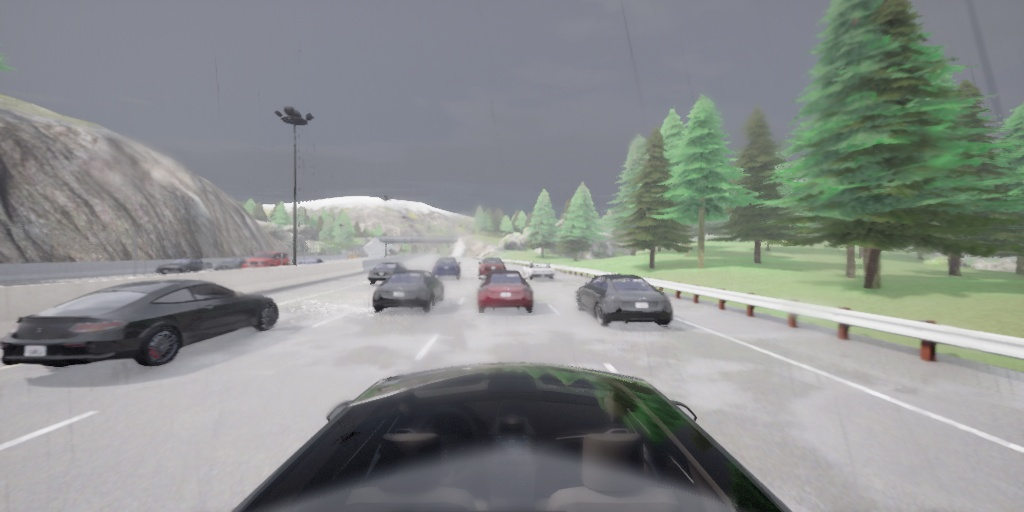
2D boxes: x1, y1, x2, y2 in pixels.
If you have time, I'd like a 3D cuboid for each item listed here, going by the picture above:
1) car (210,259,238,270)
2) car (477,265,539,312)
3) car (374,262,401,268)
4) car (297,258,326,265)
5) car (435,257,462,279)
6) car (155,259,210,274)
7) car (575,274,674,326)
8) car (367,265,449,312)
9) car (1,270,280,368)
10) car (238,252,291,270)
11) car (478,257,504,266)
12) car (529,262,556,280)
[{"bbox_3d":[-27.658,0.954,36.039,1.994,1.385,4.181,0,0,-10],"label":"car"},{"bbox_3d":[-0.286,1.214,13.741,1.994,1.385,4.181,0,0,-3],"label":"car"},{"bbox_3d":[-8.116,1.091,24.096,2.033,1.411,5.357,0,1,-6],"label":"car"},{"bbox_3d":[-20.768,0.924,37.267,1.812,1.442,4.674,0,0,-10],"label":"car"},{"bbox_3d":[-5.164,0.864,28.924,2.097,1.767,4.553,0,0,-7],"label":"car"},{"bbox_3d":[-30.835,0.944,34.056,2.033,1.411,5.357,0,1,-10],"label":"car"},{"bbox_3d":[3.321,1.244,11.352,1.994,1.385,4.181,0,0,-2],"label":"car"},{"bbox_3d":[-3.789,1.205,13.712,1.994,1.385,4.181,0,0,-3],"label":"car"},{"bbox_3d":[-7.065,1.207,7.580,1.812,1.442,4.674,0,1,-1],"label":"car"},{"bbox_3d":[-23.977,0.626,35.408,2.150,2.045,5.566,0,0,-10],"label":"car"},{"bbox_3d":[-1.665,0.872,29.162,2.097,1.767,4.553,0,0,-7],"label":"car"},{"bbox_3d":[2.010,1.140,28.023,1.895,1.301,4.718,0,0,-6],"label":"car"}]
